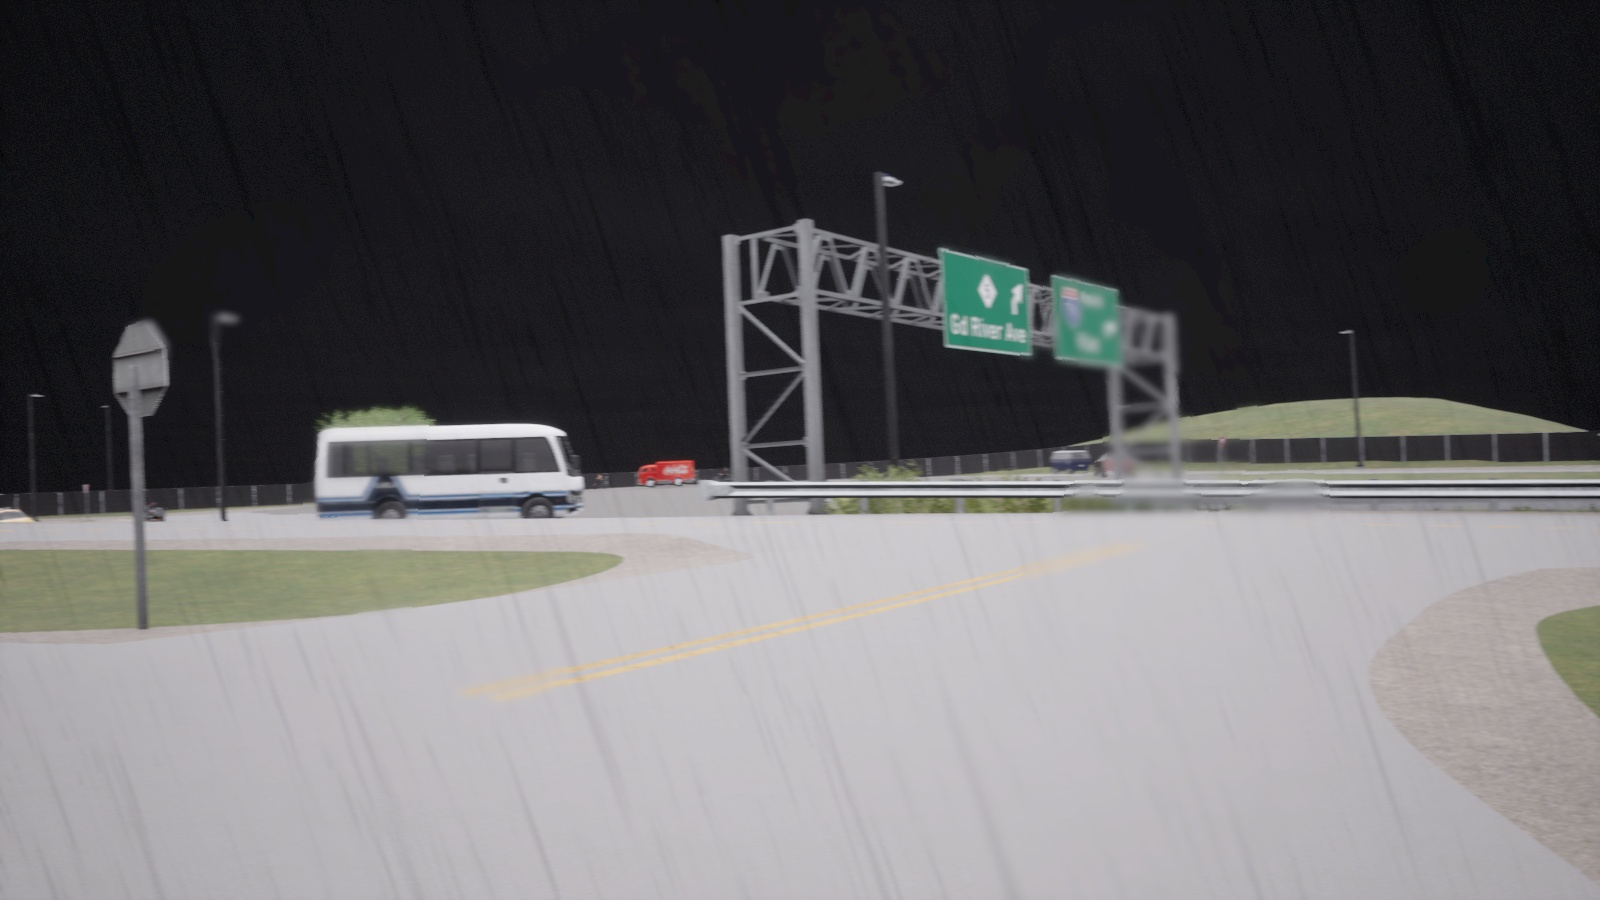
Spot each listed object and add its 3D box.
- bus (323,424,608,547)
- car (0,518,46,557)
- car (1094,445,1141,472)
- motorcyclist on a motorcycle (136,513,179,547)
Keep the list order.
[{"bbox_3d":[-13.203,1.369,50.522,10.273,4.253,3.944,-3,0,-2],"label":"bus"},{"bbox_3d":[-39.320,4.339,62.883,1.801,1.575,5.366,-9,3,-39],"label":"car"},{"bbox_3d":[22.146,0.580,87.749,2.152,1.651,5.027,-4,0,3],"label":"car"},{"bbox_3d":[-30.363,3.767,59.344,2.191,1.530,0.866,-4,-1,37],"label":"motorcyclist on a motorcycle"}]
